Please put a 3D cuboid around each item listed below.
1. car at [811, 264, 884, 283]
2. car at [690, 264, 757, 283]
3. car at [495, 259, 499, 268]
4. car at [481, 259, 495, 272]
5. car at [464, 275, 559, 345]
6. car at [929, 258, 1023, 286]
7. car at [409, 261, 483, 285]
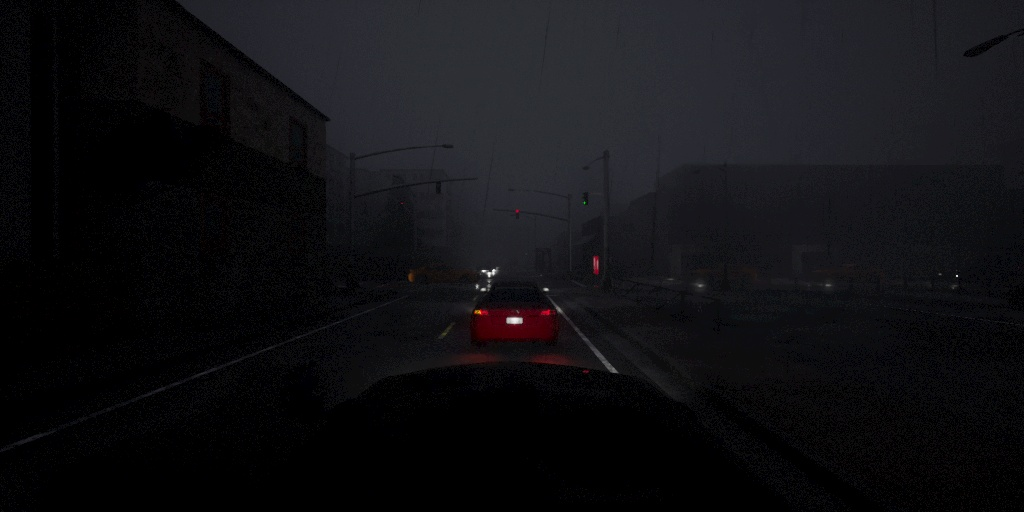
[{"bbox_3d":[27.555,1.404,29.538,5.008,1.535,1.882,0,0,0],"label":"car"},{"bbox_3d":[17.330,1.404,29.529,5.008,1.535,1.882,0,0,0],"label":"car"},{"bbox_3d":[-3.520,1.351,56.377,1.895,1.301,4.718,0,0,0],"label":"car"},{"bbox_3d":[-3.543,1.276,46.343,1.812,1.442,4.674,0,0,0],"label":"car"},{"bbox_3d":[0.072,1.314,9.472,1.994,1.385,4.181,0,0,0],"label":"car"},{"bbox_3d":[38.045,1.148,29.531,5.566,2.045,2.150,0,0,0],"label":"car"},{"bbox_3d":[-4.846,1.292,25.810,5.008,1.535,1.882,0,-1,0],"label":"car"}]
